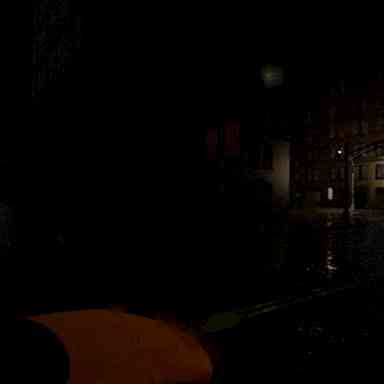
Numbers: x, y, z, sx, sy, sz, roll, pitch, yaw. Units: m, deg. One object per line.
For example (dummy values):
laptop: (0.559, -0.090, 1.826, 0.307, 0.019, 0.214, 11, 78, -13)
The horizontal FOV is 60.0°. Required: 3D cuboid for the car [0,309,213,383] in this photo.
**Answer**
car: (-2.087, 1.473, 1.952, 5.008, 1.535, 1.882, 0, 0, -35)
